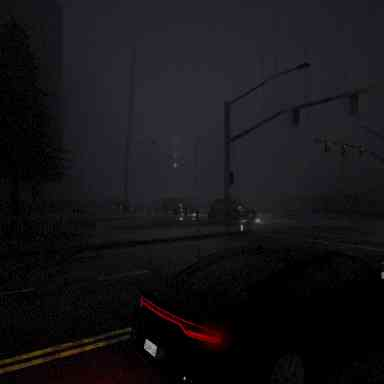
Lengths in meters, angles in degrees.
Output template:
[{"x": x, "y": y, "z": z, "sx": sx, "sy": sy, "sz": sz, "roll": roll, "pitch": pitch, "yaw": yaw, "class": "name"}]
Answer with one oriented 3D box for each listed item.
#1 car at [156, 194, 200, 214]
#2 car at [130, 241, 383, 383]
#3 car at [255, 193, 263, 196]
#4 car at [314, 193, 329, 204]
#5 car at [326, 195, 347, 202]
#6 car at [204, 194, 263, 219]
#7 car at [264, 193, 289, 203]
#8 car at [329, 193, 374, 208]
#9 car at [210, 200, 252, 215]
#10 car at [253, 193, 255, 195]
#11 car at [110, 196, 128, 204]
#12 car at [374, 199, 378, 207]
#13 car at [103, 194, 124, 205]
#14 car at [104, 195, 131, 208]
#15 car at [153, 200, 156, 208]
[{"x": -1.612, "y": 1.352, "z": 36.147, "sx": 2.097, "sy": 1.767, "sz": 4.553, "roll": 0, "pitch": 0, "yaw": -36, "class": "car"}, {"x": 1.587, "y": 1.478, "z": 4.927, "sx": 5.008, "sy": 1.535, "sz": 1.882, "roll": 0, "pitch": 0, "yaw": -35, "class": "car"}, {"x": 14.586, "y": 1.364, "z": 80.534, "sx": 1.784, "sy": 1.438, "sz": 3.905, "roll": 0, "pitch": 0, "yaw": -35, "class": "car"}, {"x": 29.998, "y": 1.153, "z": 73.077, "sx": 1.932, "sy": 1.855, "sz": 4.605, "roll": 0, "pitch": 0, "yaw": -35, "class": "car"}, {"x": 32.395, "y": 1.364, "z": 74.704, "sx": 1.784, "sy": 1.438, "sz": 3.905, "roll": 0, "pitch": 0, "yaw": -35, "class": "car"}, {"x": 3.522, "y": 1.352, "z": 28.986, "sx": 2.097, "sy": 1.767, "sz": 4.553, "roll": 0, "pitch": 0, "yaw": -36, "class": "car"}, {"x": 16.283, "y": 1.395, "z": 63.207, "sx": 1.970, "sy": 1.475, "sz": 3.806, "roll": 0, "pitch": 0, "yaw": -35, "class": "car"}, {"x": 21.815, "y": 1.153, "z": 45.773, "sx": 1.932, "sy": 1.855, "sz": 4.605, "roll": 0, "pitch": 0, "yaw": -35, "class": "car"}, {"x": 3.990, "y": 1.564, "z": 34.338, "sx": 1.994, "sy": 1.385, "sz": 4.181, "roll": 0, "pitch": 0, "yaw": -36, "class": "car"}, {"x": 12.227, "y": 1.395, "z": 78.856, "sx": 1.970, "sy": 1.475, "sz": 3.806, "roll": 0, "pitch": 0, "yaw": -35, "class": "car"}, {"x": -14.788, "y": 1.505, "z": 66.877, "sx": 1.837, "sy": 1.490, "sz": 4.892, "roll": 0, "pitch": 0, "yaw": -35, "class": "car"}, {"x": 24.205, "y": 1.156, "z": 47.406, "sx": 1.905, "sy": 1.878, "sz": 3.866, "roll": 0, "pitch": 0, "yaw": -35, "class": "car"}, {"x": -14.217, "y": 1.350, "z": 59.894, "sx": 2.097, "sy": 1.767, "sz": 4.553, "roll": 0, "pitch": 0, "yaw": -35, "class": "car"}, {"x": -10.640, "y": 1.491, "z": 48.767, "sx": 2.128, "sy": 1.511, "sz": 4.902, "roll": 0, "pitch": 0, "yaw": -35, "class": "car"}, {"x": -3.353, "y": 1.478, "z": 44.588, "sx": 1.882, "sy": 1.535, "sz": 5.008, "roll": 0, "pitch": 0, "yaw": -36, "class": "car"}]
